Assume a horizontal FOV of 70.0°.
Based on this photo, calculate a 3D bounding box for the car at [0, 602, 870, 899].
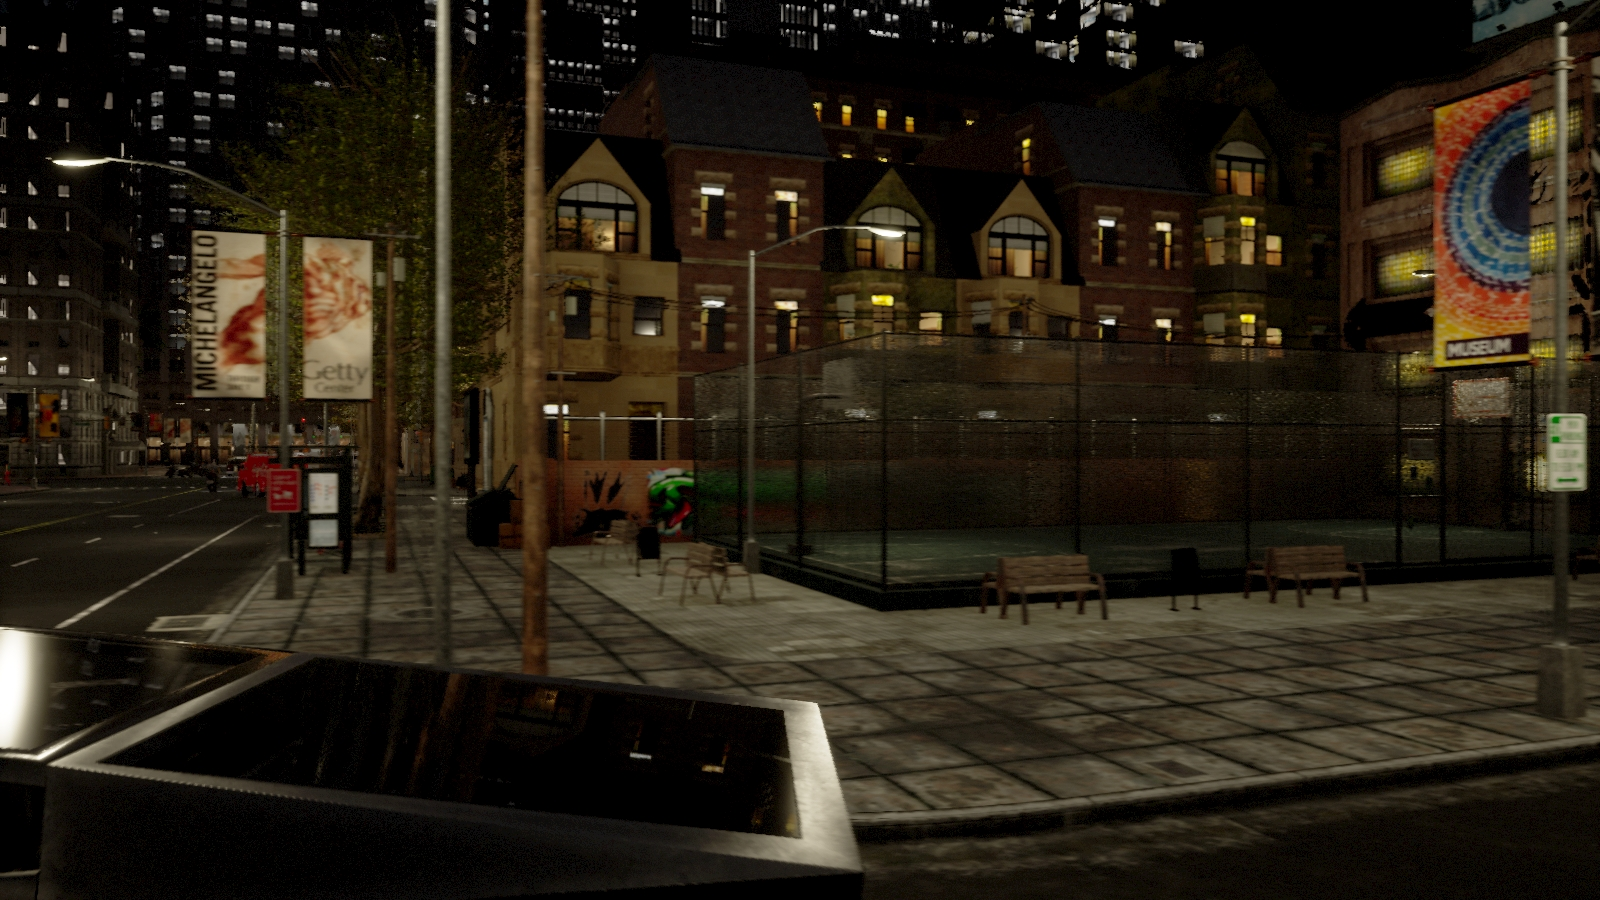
[{"bbox_3d":[-3.004,1.753,3.996,6.274,2.098,2.390,0,0,-2],"label":"car"}]
